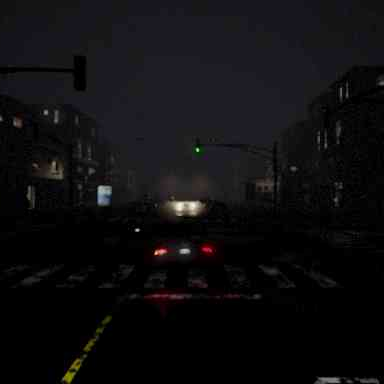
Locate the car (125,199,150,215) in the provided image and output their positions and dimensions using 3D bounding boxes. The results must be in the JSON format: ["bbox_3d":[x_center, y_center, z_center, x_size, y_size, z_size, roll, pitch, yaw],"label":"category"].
[{"bbox_3d":[-5.688,1.627,33.967,1.802,1.307,4.206,0,0,0],"label":"car"}]

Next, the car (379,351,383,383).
[{"bbox_3d":[2.694,1.553,1.564,2.008,1.369,4.403,0,0,0],"label":"car"}]

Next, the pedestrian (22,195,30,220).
[{"bbox_3d":[-12.553,1.163,25.100,0.375,1.860,0.375,0,-1,1],"label":"pedestrian"}]

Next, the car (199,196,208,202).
[{"bbox_3d":[2.690,1.662,78.129,2.008,1.369,4.403,0,0,0],"label":"car"}]

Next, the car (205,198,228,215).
[{"bbox_3d":[2.692,1.611,33.954,1.947,1.339,4.313,0,0,0],"label":"car"}]

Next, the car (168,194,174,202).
[{"bbox_3d":[-5.689,1.427,78.143,2.192,1.841,5.009,0,0,0],"label":"car"}]

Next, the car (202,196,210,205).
[{"bbox_3d":[2.692,1.642,44.996,1.802,1.307,4.206,0,0,0],"label":"car"}]

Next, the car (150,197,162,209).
[{"bbox_3d":[-5.689,1.611,45.010,2.008,1.369,4.403,0,0,0],"label":"car"}]

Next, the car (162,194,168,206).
[{"bbox_3d":[-5.689,1.516,56.054,1.967,1.590,4.097,0,0,0],"label":"car"}]

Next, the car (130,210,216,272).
[{"bbox_3d":[-0.779,1.562,10.926,2.033,1.411,5.357,0,0,-14],"label":"car"}]

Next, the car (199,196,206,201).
[{"bbox_3d":[2.689,1.712,89.172,1.802,1.307,4.206,0,0,0],"label":"car"}]

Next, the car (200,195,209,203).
[{"bbox_3d":[2.691,1.542,72.607,1.967,1.590,4.097,0,0,0],"label":"car"}]

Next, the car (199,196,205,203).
[{"bbox_3d":[2.691,1.635,61.563,2.008,1.369,4.403,0,0,0],"label":"car"}]

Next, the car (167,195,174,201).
[{"bbox_3d":[-5.691,1.656,89.016,1.752,1.417,4.829,0,0,0],"label":"car"}]
